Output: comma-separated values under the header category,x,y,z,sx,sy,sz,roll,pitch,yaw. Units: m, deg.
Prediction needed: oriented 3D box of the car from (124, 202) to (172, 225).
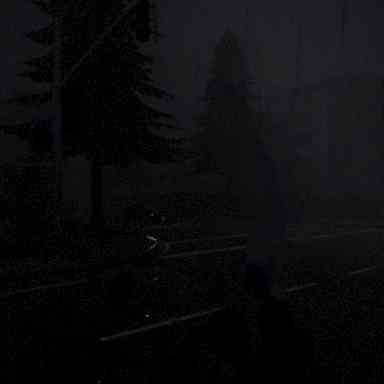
category,x,y,z,sx,sy,sz,roll,pitch,yaw
car,-3.286,1.484,24.017,1.812,1.442,4.674,0,0,-37

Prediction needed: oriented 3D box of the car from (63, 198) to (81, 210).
category,x,y,z,sx,sy,sz,roll,pitch,yaw
car,-15.383,1.435,41.665,1.882,1.535,5.008,0,0,-32
